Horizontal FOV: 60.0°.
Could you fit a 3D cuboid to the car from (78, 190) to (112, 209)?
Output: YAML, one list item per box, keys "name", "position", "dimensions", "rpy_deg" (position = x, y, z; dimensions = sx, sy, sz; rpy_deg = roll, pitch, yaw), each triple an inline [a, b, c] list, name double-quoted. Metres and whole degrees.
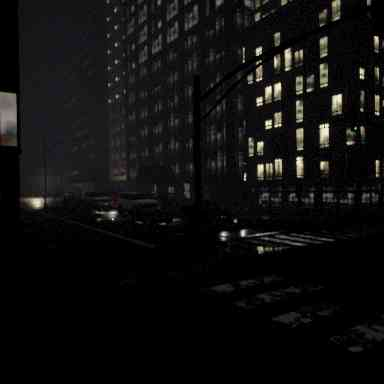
- name: "car"
  position: [-10.930, 0.924, 38.534]
  dimensions: [2.150, 2.045, 5.566]
  rpy_deg: [-1, 1, -35]

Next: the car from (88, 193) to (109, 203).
- name: "car"
  position: [-15.951, 0.914, 56.806]
  dimensions: [1.882, 1.535, 5.008]
  rpy_deg: [-1, 1, -35]

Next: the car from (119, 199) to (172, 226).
- name: "car"
  position: [-2.911, 1.452, 22.378]
  dimensions: [2.008, 1.369, 4.403]
  rpy_deg: [-1, 1, -35]

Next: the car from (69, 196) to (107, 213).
- name: "car"
  position: [-10.538, 1.351, 33.401]
  dimensions: [1.947, 1.339, 4.313]
  rpy_deg: [-1, 1, -35]

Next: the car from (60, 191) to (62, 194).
- name: "car"
  position: [-26.063, 0.728, 70.706]
  dimensions: [1.967, 1.590, 4.097]
  rpy_deg: [-1, 1, -35]

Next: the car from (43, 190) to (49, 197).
- name: "car"
  position: [-35.664, 0.683, 84.644]
  dimensions: [2.008, 1.369, 4.403]
  rpy_deg: [-1, 1, -35]

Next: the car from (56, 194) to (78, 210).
- name: "car"
  position: [-13.739, 1.286, 38.047]
  dimensions: [2.008, 1.369, 4.403]
  rpy_deg: [-1, 1, -35]

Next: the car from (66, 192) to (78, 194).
- name: "car"
  position: [-19.329, 1.078, 56.180]
  dimensions: [1.895, 1.301, 4.718]
  rpy_deg: [-1, 1, -35]

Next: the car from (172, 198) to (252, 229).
- name: "car"
  position: [1.098, 1.379, 21.057]
  dimensions: [2.128, 1.511, 4.902]
  rpy_deg: [-1, 1, -35]

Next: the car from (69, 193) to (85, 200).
- name: "car"
  position: [-22.863, 0.884, 66.061]
  dimensions: [1.887, 1.381, 4.507]
  rpy_deg: [-1, 1, -35]

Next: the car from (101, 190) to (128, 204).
- name: "car"
  position: [-12.026, 0.728, 51.043]
  dimensions: [2.150, 2.045, 5.566]
  rpy_deg: [-1, 1, -35]

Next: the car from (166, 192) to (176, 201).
- name: "car"
  position: [-3.662, 0.958, 38.185]
  dimensions: [2.192, 1.841, 5.009]
  rpy_deg: [-1, 1, -35]

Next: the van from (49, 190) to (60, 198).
- name: "van"
  position: [-32.463, 0.526, 79.995]
  dimensions: [1.690, 1.788, 3.998]
  rpy_deg: [-1, 1, -35]

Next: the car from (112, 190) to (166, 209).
- name: "car"
  position: [-4.861, 1.018, 29.704]
  dimensions: [2.150, 2.045, 5.566]
  rpy_deg: [-1, 1, -35]
